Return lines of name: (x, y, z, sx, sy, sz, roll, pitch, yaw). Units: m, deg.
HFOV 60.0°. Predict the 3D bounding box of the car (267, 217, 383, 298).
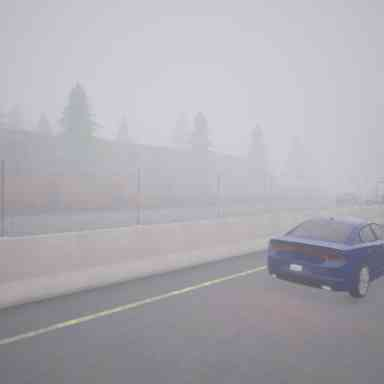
car: (3.865, 1.365, 8.409, 5.008, 1.535, 1.882, 0, 2, -44)
